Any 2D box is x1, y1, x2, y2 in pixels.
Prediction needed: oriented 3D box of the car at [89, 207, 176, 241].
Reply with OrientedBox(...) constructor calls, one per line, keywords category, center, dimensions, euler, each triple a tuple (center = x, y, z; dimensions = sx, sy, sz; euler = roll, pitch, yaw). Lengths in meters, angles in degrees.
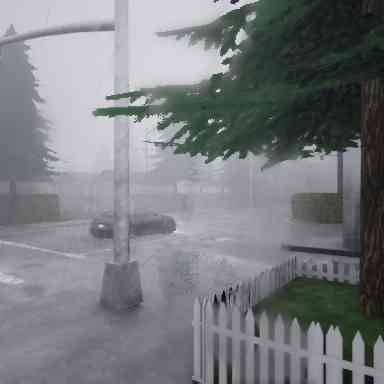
OrientedBox(category="car", center=(-2.586, 1.372, 15.265), dimensions=(1.994, 1.385, 4.181), euler=(0, 0, 35))
